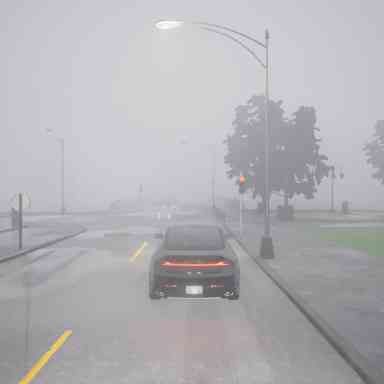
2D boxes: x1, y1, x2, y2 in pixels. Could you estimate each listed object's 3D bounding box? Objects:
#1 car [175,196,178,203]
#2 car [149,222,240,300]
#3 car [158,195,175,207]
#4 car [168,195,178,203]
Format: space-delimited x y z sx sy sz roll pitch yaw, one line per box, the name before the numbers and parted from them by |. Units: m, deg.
car | -4.087 1.601 60.199 1.895 1.301 4.718 0 0 0
car | 0.058 1.505 8.372 1.837 1.490 4.892 0 0 0
car | -4.109 1.505 50.805 1.837 1.490 4.892 0 0 0
car | -4.020 1.500 70.413 1.837 1.490 4.892 0 0 0
